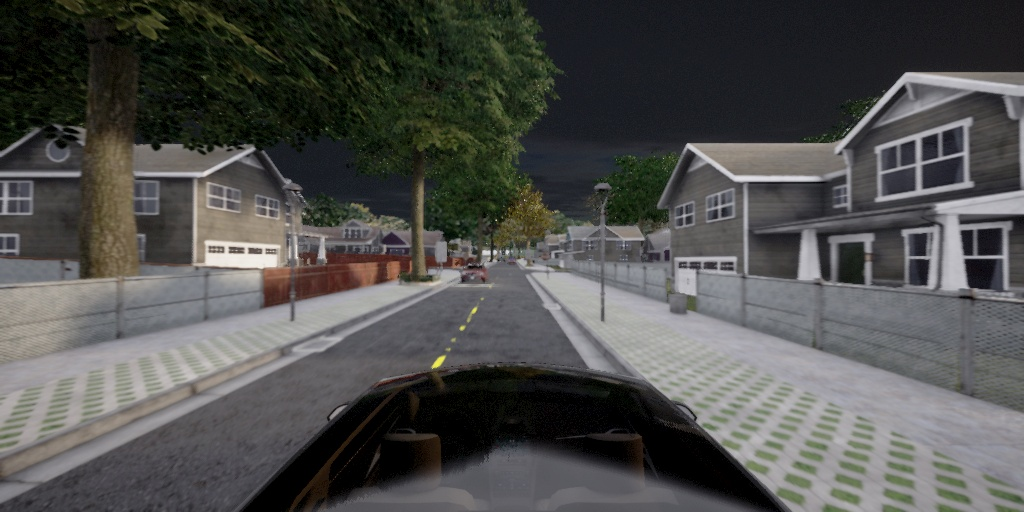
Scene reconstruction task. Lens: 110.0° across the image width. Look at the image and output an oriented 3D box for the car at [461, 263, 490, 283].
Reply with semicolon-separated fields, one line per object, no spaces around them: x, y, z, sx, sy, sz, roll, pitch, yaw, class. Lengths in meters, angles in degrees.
-2.824;1.282;28.002;1.812;1.442;4.674;0;0;0;car
